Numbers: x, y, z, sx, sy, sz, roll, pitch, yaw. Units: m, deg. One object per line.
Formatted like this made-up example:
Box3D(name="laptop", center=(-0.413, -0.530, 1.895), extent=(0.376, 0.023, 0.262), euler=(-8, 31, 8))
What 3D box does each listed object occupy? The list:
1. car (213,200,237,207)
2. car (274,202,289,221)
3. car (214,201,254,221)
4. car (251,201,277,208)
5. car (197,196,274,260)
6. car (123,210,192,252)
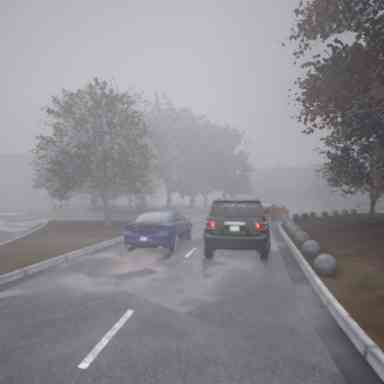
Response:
Box3D(name="car", center=(6.499, 2.255, 66.099), extent=(1.812, 1.442, 4.674), euler=(1, -1, -44))
Box3D(name="car", center=(7.010, 1.642, 29.393), extent=(1.882, 1.535, 5.008), euler=(-1, -2, 35))
Box3D(name="car", center=(3.912, 1.641, 30.071), extent=(1.882, 1.535, 5.008), euler=(-1, -1, 29))
Box3D(name="car", center=(13.609, 2.316, 63.495), extent=(1.895, 1.301, 4.718), euler=(1, -1, -39))
Box3D(name="car", center=(1.795, 1.221, 12.762), extent=(2.150, 2.045, 5.566), euler=(0, 0, 11))
Box3D(name="car", center=(-1.246, 1.479, 14.067), extent=(1.882, 1.535, 5.008), euler=(0, 0, 10))
